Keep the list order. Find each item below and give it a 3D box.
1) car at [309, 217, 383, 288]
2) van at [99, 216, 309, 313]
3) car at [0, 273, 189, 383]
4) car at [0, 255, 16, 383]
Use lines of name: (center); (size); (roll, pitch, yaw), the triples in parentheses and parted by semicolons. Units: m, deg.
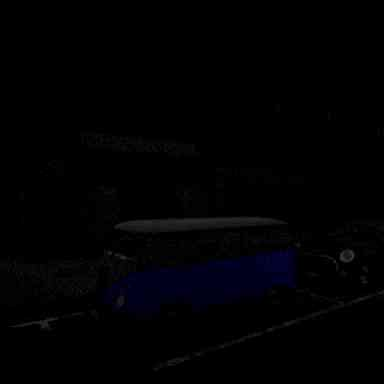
car: (4.633, 1.547, 9.461); (4.097, 1.590, 1.967); (1, -1, -35)
van: (0.220, 1.388, 6.330); (3.998, 1.788, 1.690); (1, -1, -35)
car: (-1.985, 1.557, 1.530); (4.181, 1.385, 1.994); (1, -1, -35)
car: (-4.197, 1.568, 3.197); (4.206, 1.307, 1.802); (1, -1, -35)
